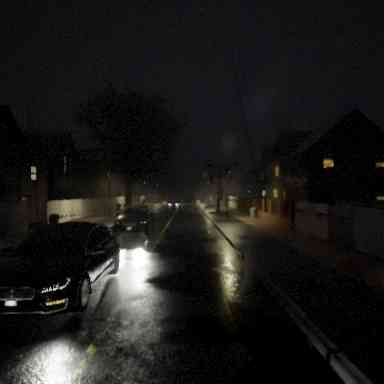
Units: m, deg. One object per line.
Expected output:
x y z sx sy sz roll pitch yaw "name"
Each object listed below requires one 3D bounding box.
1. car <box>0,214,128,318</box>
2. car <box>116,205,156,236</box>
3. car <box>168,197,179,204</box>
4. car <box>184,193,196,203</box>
-2.951 1.523 7.783 1.837 1.490 4.892 0 0 -1 "car"
-3.110 1.528 18.794 2.128 1.511 4.902 0 0 -1 "car"
-3.768 1.676 68.558 1.812 1.442 4.674 0 0 -1 "car"
-0.184 1.453 74.999 2.097 1.767 4.553 -2 0 -1 "car"
